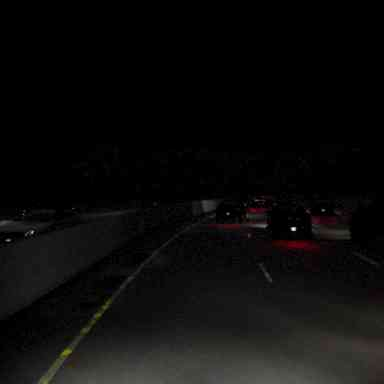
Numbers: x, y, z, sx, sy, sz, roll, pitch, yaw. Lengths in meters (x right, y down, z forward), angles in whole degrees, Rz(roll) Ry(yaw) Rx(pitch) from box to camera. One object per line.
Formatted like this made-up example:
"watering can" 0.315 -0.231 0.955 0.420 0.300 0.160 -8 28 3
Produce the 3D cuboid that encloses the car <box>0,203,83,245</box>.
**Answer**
"car" -6.249 1.428 14.126 1.812 1.442 4.674 0 0 7

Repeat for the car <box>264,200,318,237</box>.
"car" 4.989 1.385 17.385 1.837 1.490 4.892 0 0 9

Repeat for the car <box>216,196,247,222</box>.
"car" 2.997 1.306 24.929 1.882 1.535 5.008 0 1 13

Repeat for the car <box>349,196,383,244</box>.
"car" 7.729 1.137 12.163 2.150 2.045 5.566 0 0 6

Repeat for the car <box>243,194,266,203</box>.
"car" 11.472 1.130 60.651 2.033 1.411 5.357 0 0 35

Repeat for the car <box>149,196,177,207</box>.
"car" -3.392 1.216 40.091 2.128 1.511 4.902 0 0 21

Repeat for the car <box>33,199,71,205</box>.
"car" -11.209 1.323 26.436 1.837 1.490 4.892 0 0 13

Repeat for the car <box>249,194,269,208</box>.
"car" 9.082 1.201 42.120 2.128 1.511 4.902 0 0 25

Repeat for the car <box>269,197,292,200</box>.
"car" 9.777 1.305 35.098 2.033 1.411 5.357 0 0 21

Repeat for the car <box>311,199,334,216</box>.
"car" 11.727 1.318 30.022 1.812 1.442 4.674 0 0 18

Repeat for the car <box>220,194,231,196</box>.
"car" 6.655 1.108 65.897 1.994 1.385 4.181 0 0 35
